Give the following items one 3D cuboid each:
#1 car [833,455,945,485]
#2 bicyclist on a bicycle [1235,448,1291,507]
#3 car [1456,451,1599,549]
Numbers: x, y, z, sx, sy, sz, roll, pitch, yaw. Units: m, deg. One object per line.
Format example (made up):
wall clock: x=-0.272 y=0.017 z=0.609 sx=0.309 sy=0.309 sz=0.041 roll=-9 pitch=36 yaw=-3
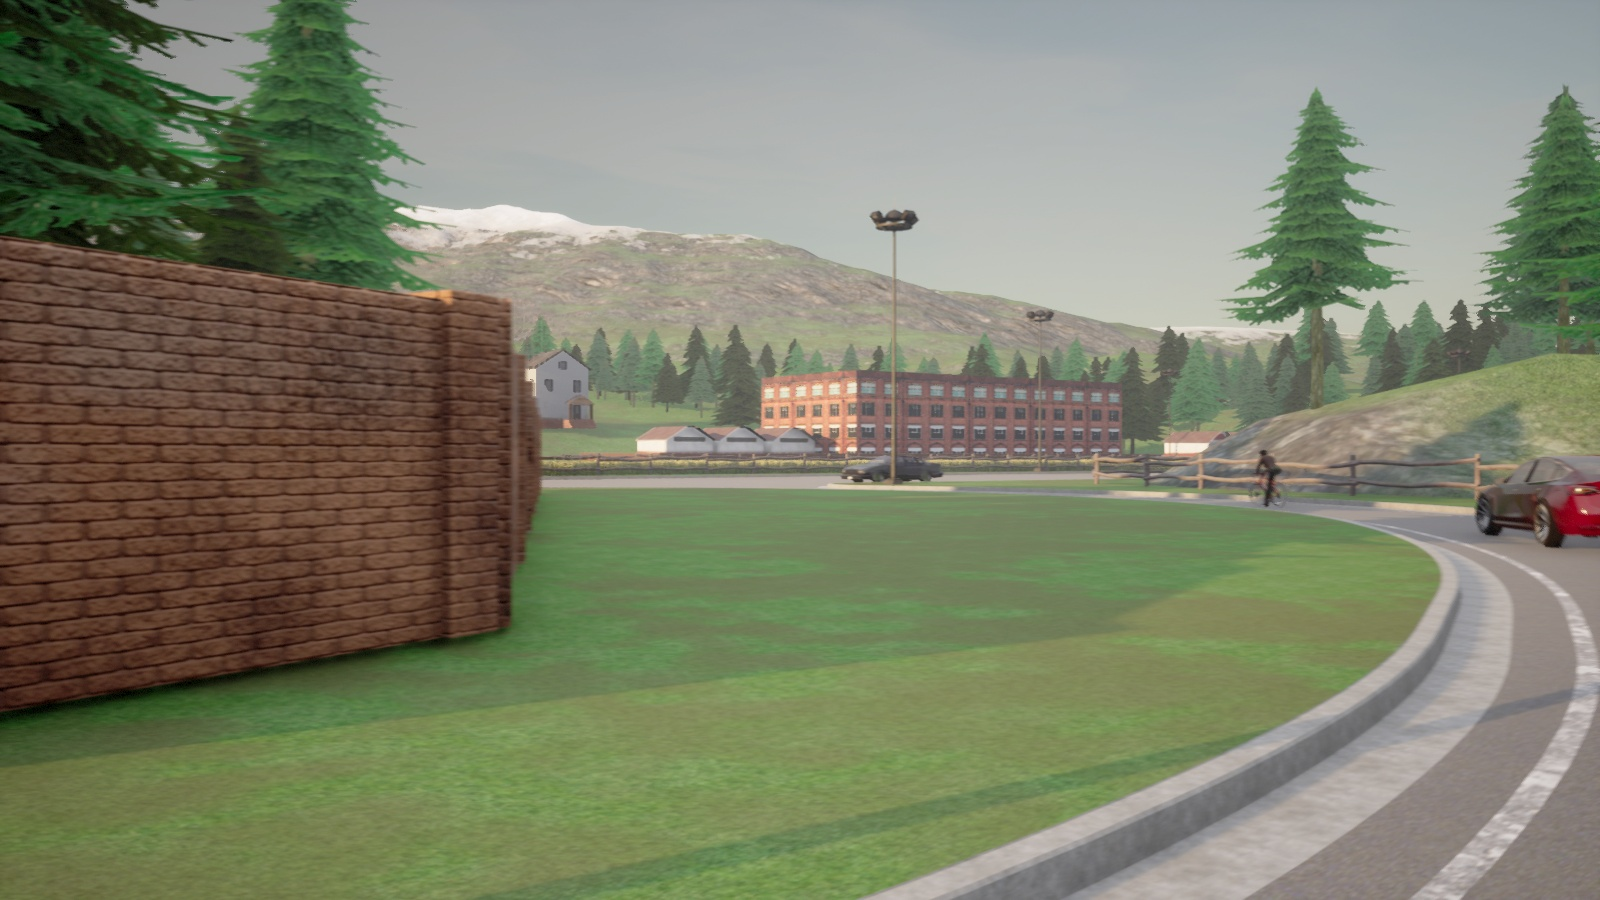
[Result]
car: x=4.403 y=0.935 z=61.682 sx=5.357 sy=1.411 sz=2.033 roll=0 pitch=0 yaw=-35
bicyclist on a bicycle: x=12.964 y=0.757 z=35.213 sx=0.582 sy=1.620 sz=1.656 roll=-1 pitch=0 yaw=-15
car: x=13.059 y=0.770 z=21.355 sx=2.163 sy=1.488 sz=4.792 roll=0 pitch=0 yaw=12
